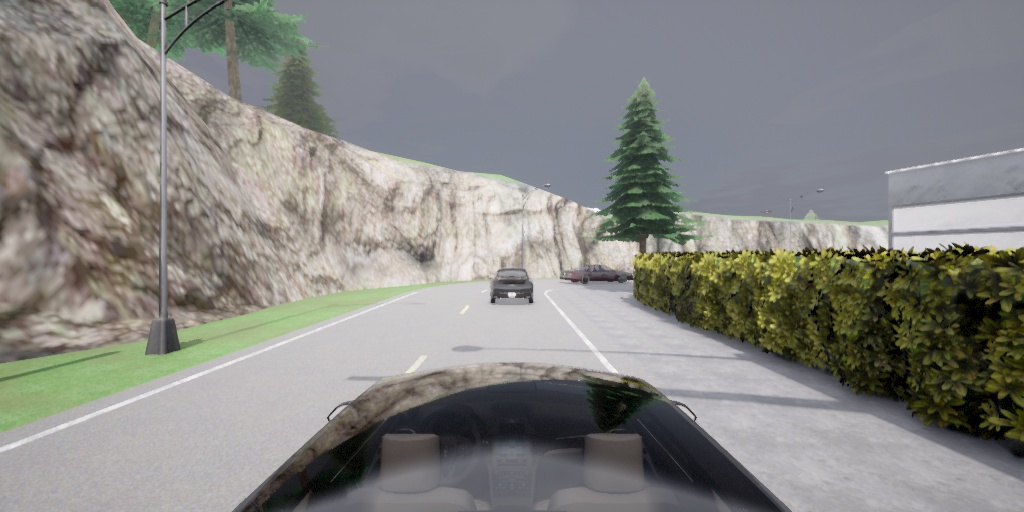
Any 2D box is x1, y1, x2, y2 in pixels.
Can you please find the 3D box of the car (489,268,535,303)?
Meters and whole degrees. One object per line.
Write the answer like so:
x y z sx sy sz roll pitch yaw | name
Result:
0.000 1.266 16.500 1.837 1.490 4.892 0 0 0 | car

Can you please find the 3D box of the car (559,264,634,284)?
6.177 1.313 26.262 5.357 1.411 2.033 0 0 -16 | car
